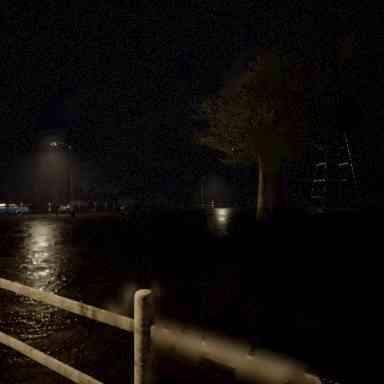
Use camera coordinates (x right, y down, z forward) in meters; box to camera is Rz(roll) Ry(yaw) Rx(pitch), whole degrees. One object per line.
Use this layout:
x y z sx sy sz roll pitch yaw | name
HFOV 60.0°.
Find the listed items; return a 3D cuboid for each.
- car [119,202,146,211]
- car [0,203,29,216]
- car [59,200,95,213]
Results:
-9.257 2.259 52.283 1.812 1.442 4.674 -2 -2 36 | car
-20.729 1.950 36.332 2.033 1.411 5.357 -2 -2 35 | car
-15.192 1.912 44.040 2.097 1.767 4.553 -2 -2 36 | car
